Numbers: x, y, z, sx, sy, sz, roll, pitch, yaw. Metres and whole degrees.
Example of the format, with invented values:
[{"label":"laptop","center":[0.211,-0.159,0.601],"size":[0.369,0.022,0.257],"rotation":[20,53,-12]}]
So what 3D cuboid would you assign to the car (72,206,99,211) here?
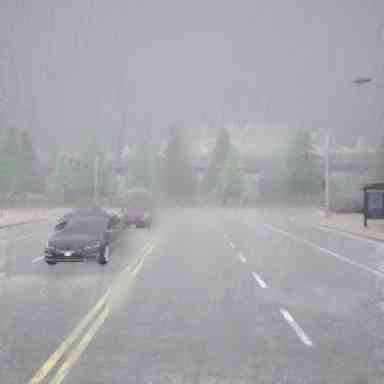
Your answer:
[{"label":"car","center":[-7.003,1.657,22.021],"size":[2.033,1.411,5.357],"rotation":[0,0,0]}]

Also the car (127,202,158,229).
[{"label":"car","center":[-3.503,1.461,22.053],"size":[2.097,1.767,4.553],"rotation":[0,0,0]}]

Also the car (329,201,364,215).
[{"label":"car","center":[17.090,1.644,34.782],"size":[5.357,1.411,2.033],"rotation":[0,0,4]}]

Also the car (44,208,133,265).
[{"label":"car","center":[-3.588,1.558,12.044],"size":[1.837,1.490,4.892],"rotation":[0,0,0]}]
